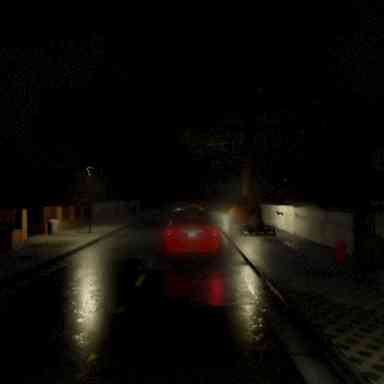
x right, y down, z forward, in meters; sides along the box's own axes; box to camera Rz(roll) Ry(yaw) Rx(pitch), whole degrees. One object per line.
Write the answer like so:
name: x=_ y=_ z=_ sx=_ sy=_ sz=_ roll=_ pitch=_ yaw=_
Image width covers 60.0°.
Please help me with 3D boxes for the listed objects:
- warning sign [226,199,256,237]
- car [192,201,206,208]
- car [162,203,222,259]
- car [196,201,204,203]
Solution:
warning sign: x=2.500 y=1.318 z=17.096 sx=1.300 sy=1.860 sz=1.060 roll=-1 pitch=-2 yaw=0
car: x=1.472 y=2.524 z=66.523 sx=1.994 sy=1.385 sz=4.181 roll=0 pitch=-1 yaw=12
car: x=0.024 y=1.508 z=13.477 sx=2.097 sy=1.767 sz=4.553 roll=0 pitch=-1 yaw=0
car: x=0.066 y=1.846 z=29.278 sx=1.882 sy=1.535 sz=5.008 roll=0 pitch=-1 yaw=1
